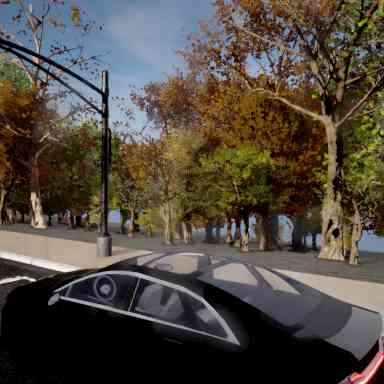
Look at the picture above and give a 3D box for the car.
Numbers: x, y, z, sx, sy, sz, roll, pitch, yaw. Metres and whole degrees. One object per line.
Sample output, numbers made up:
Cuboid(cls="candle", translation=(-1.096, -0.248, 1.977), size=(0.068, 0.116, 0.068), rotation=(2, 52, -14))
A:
Cuboid(cls="car", translation=(-0.408, 1.491, 3.985), size=(4.902, 1.511, 2.128), rotation=(0, 0, 36))
